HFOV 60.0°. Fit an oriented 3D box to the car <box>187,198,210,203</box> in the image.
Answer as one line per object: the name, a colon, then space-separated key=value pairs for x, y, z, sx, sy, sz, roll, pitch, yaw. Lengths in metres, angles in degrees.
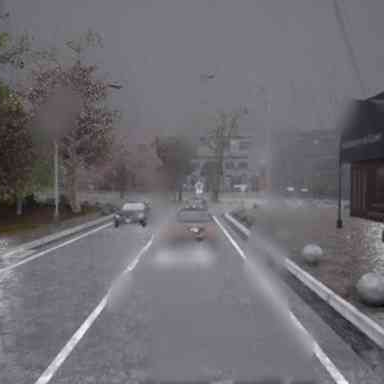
car: x=0.475 y=1.213 z=29.278 sx=2.033 sy=1.411 sz=5.357 roll=0 pitch=1 yaw=6

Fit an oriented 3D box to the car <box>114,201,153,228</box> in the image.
car: x=-3.558 y=1.325 z=20.930 sx=1.812 sy=1.442 sz=4.674 roll=0 pitch=1 yaw=1

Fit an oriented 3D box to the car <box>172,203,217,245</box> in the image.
car: x=0.096 y=1.424 z=14.751 sx=2.033 sy=1.411 sz=5.357 roll=0 pitch=1 yaw=0
